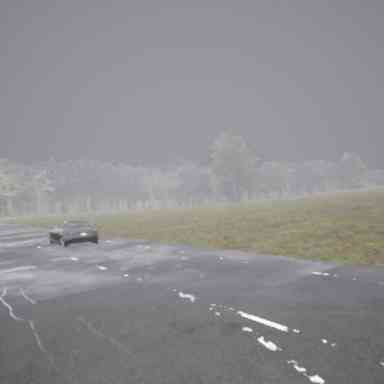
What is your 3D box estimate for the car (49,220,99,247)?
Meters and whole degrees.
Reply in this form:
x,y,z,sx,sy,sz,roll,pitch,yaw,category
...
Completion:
x,y,z,sx,sy,sz,roll,pitch,yaw,category
-7.117,2.401,19.784,1.994,1.385,4.181,-3,-2,-37,car
